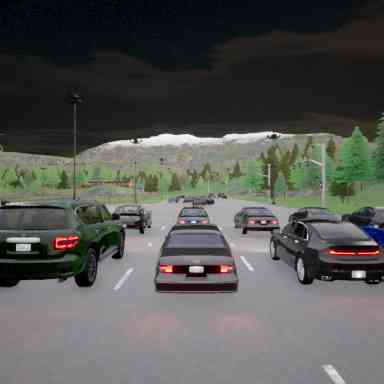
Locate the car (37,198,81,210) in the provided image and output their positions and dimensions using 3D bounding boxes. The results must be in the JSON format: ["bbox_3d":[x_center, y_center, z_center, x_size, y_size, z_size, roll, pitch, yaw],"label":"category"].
[{"bbox_3d":[-17.201,1.491,43.113,4.902,1.511,2.128,0,0,-2],"label":"car"}]

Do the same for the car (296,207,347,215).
[{"bbox_3d":[7.053,1.564,19.424,1.994,1.385,4.181,0,0,0],"label":"car"}]

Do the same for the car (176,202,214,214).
[{"bbox_3d":[0.059,1.547,19.028,2.033,1.411,5.357,0,0,0],"label":"car"}]

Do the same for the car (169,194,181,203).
[{"bbox_3d":[-3.763,1.547,70.074,2.033,1.411,5.357,0,0,4],"label":"car"}]

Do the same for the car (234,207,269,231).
[{"bbox_3d":[3.553,1.547,19.009,2.033,1.411,5.357,0,0,0],"label":"car"}]

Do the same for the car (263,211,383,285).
[{"bbox_3d":[3.562,1.505,9.513,1.837,1.490,4.892,0,0,0],"label":"car"}]

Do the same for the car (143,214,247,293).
[{"bbox_3d":[0.080,1.547,8.962,2.033,1.411,5.357,0,0,0],"label":"car"}]

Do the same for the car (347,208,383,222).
[{"bbox_3d":[7.077,1.478,10.440,1.882,1.535,5.008,0,0,0],"label":"car"}]

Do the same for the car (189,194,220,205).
[{"bbox_3d":[2.028,1.491,53.469,2.128,1.511,4.902,0,0,31],"label":"car"}]

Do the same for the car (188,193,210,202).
[{"bbox_3d":[1.457,1.506,60.470,1.837,1.490,4.892,2,1,19],"label":"car"}]

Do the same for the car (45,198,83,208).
[{"bbox_3d":[-17.854,1.526,46.623,4.674,1.442,1.812,0,0,-2],"label":"car"}]

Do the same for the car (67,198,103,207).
[{"bbox_3d":[-16.085,1.601,50.182,4.718,1.301,1.895,0,0,-3],"label":"car"}]

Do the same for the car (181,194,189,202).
[{"bbox_3d":[-0.587,1.564,68.766,1.994,1.385,4.181,0,0,4],"label":"car"}]

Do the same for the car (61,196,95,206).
[{"bbox_3d":[-18.311,1.491,53.607,4.902,1.511,2.128,0,0,-2],"label":"car"}]

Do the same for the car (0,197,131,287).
[{"bbox_3d":[-3.424,1.221,9.452,2.150,2.045,5.566,0,0,0],"label":"car"}]

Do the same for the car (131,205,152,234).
[{"bbox_3d":[-3.446,1.492,19.199,2.128,1.511,4.902,0,0,0],"label":"car"}]
